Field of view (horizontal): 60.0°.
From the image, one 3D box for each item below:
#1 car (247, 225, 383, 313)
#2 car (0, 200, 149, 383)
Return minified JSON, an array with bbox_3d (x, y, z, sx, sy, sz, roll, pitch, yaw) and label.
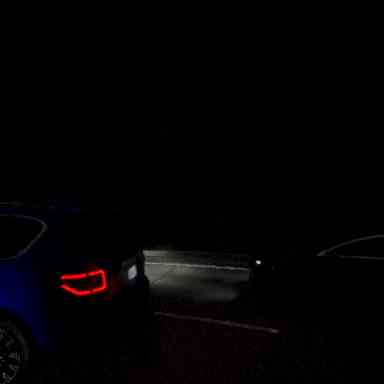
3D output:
[{"bbox_3d":[3.402,1.335,5.798,4.902,1.511,2.128,0,1,32],"label":"car"},{"bbox_3d":[-3.412,1.153,4.822,5.566,2.045,2.150,0,0,11],"label":"car"}]
